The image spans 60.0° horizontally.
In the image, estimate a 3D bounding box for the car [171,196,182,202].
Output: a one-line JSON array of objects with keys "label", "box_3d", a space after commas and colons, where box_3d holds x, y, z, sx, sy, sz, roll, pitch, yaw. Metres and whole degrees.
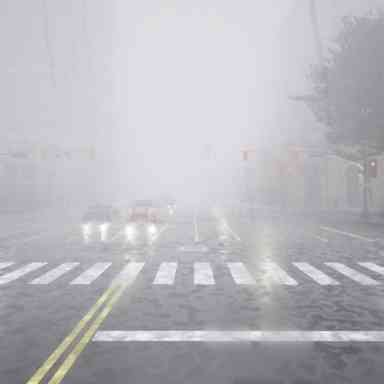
[{"label": "car", "box_3d": [-3.359, 1.540, 73.874, 2.033, 1.411, 5.357, 0, 0, 1]}]

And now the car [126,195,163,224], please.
[{"label": "car", "box_3d": [-3.595, 1.352, 25.009, 2.097, 1.767, 4.553, 0, 0, 0]}]

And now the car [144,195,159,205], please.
[{"label": "car", "box_3d": [-7.064, 1.352, 59.004, 2.097, 1.767, 4.553, 0, 0, 0]}]

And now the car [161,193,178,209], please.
[{"label": "car", "box_3d": [-3.594, 1.221, 46.899, 2.150, 2.045, 5.566, 0, 0, 0]}]

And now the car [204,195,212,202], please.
[{"label": "car", "box_3d": [3.691, 1.525, 78.514, 2.128, 1.511, 4.902, 0, 0, 1]}]

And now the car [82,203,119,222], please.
[{"label": "car", "box_3d": [-7.094, 1.564, 26.128, 1.994, 1.385, 4.181, 0, 0, 0]}]

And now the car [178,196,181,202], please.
[{"label": "car", "box_3d": [-3.550, 1.489, 61.281, 2.128, 1.511, 4.902, 0, 0, 1]}]

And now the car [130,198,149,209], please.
[{"label": "car", "box_3d": [-7.090, 1.525, 45.542, 1.812, 1.442, 4.674, 0, 0, 0]}]

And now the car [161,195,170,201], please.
[{"label": "car", "box_3d": [-6.736, 1.500, 85.572, 1.895, 1.301, 4.718, 0, 0, 1]}]

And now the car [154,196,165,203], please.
[{"label": "car", "box_3d": [-6.891, 1.552, 70.845, 1.994, 1.385, 4.181, 0, 0, 1]}]
